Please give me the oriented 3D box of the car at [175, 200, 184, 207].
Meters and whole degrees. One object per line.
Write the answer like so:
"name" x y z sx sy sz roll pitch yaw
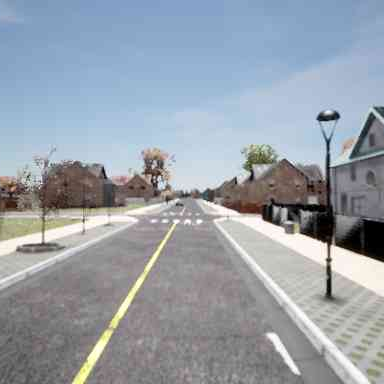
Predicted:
"car" -2.778 2.513 73.927 2.033 1.411 5.357 0 -1 0
